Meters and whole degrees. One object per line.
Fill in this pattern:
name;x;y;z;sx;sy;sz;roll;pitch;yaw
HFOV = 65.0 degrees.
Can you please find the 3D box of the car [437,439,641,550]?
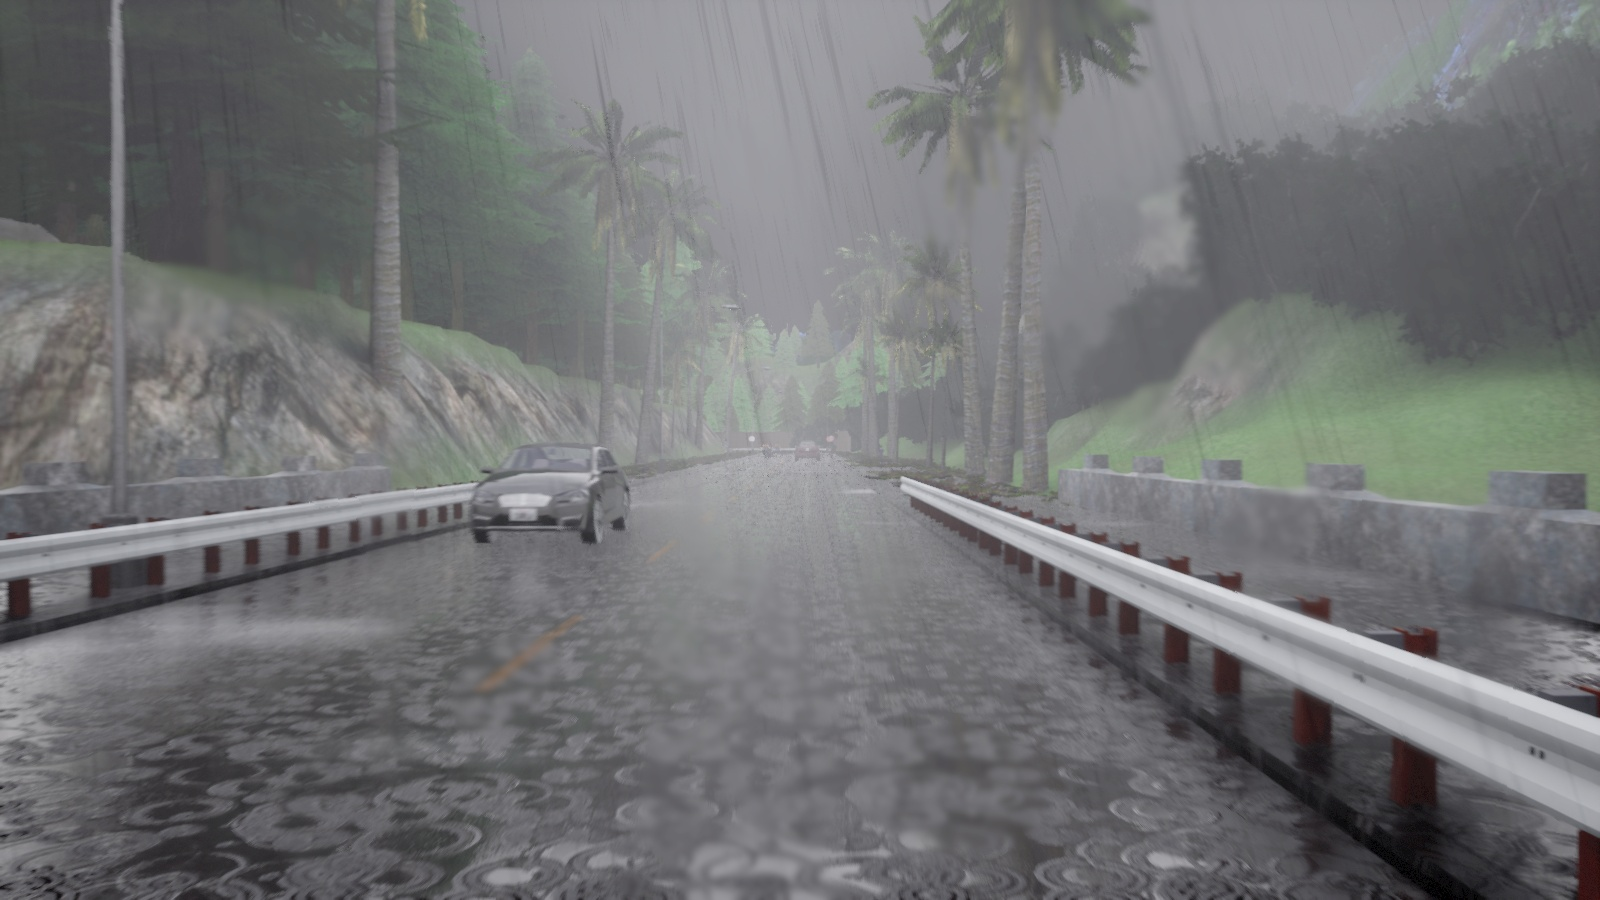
car;-3.874;0.590;19.593;2.128;1.511;4.902;0;0;0
